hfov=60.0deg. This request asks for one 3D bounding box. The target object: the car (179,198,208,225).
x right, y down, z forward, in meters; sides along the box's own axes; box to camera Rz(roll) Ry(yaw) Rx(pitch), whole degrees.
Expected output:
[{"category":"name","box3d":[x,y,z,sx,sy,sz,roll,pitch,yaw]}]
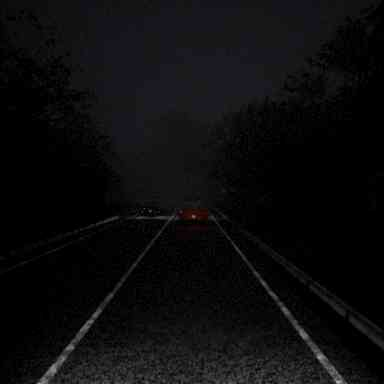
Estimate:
[{"category":"car","box3d":[0.107,1.410,23.552,1.882,1.535,5.008,0,0,0]}]

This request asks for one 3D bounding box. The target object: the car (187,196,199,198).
[{"category":"car","box3d":[0.115,1.229,40.565,2.097,1.767,4.553,0,0,0]}]

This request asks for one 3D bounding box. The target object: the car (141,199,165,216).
[{"category":"car","box3d":[-3.586,1.413,31.175,1.837,1.490,4.892,0,0,0]}]
